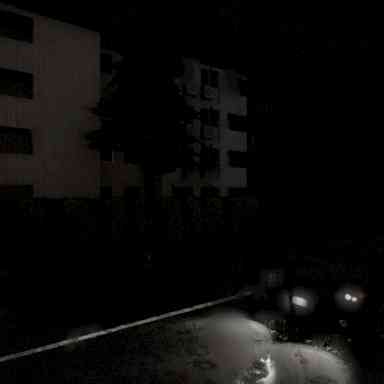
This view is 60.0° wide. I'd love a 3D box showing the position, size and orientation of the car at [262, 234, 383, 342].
[{"bbox_3d":[3.316,1.565,6.522,4.181,1.385,1.994,0,0,-37],"label":"car"}]
